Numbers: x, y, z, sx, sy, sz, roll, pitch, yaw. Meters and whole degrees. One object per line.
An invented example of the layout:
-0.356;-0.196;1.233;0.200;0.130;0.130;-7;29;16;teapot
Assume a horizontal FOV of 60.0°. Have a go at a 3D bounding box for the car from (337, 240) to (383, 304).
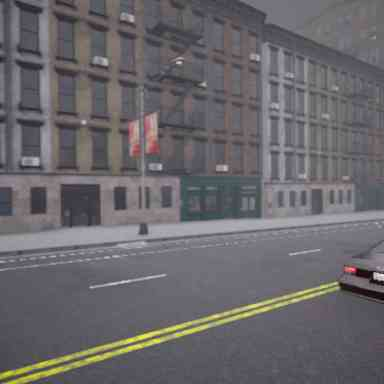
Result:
5.440;1.576;7.387;5.357;1.411;2.033;0;0;-35;car
